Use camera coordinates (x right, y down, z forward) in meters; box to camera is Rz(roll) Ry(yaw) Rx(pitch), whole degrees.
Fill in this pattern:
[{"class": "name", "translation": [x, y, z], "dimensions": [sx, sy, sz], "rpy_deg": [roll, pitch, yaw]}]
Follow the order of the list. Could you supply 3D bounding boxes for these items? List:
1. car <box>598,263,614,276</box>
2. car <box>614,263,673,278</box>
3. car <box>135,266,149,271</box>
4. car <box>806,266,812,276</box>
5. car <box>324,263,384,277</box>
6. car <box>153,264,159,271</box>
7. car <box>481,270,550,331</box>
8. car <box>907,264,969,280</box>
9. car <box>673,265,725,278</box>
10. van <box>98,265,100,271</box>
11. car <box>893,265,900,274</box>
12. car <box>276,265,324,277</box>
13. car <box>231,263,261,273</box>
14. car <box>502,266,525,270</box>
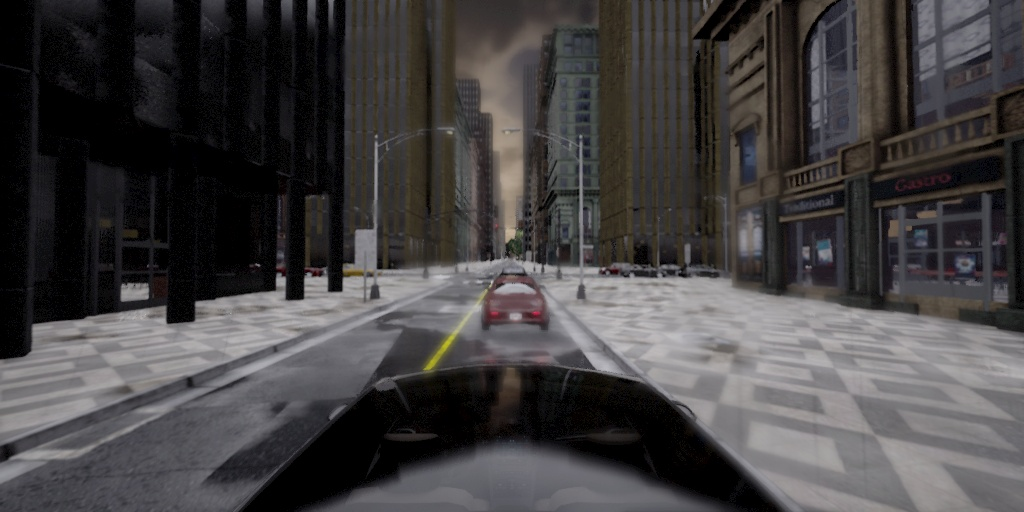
[{"class": "car", "translation": [12.319, 1.547, 42.392], "dimensions": [4.097, 1.591, 1.967], "rpy_deg": [0, 0, 0]}, {"class": "car", "translation": [12.320, 1.479, 33.868], "dimensions": [4.403, 1.370, 2.007], "rpy_deg": [0, 0, 0]}, {"class": "car", "translation": [-41.767, 1.561, 42.199], "dimensions": [4.207, 1.307, 1.802], "rpy_deg": [0, 0, 0]}, {"class": "car", "translation": [34.994, 1.794, 42.471], "dimensions": [4.207, 1.307, 1.802], "rpy_deg": [0, 0, 0]}, {"class": "car", "translation": [-14.600, 1.373, 33.773], "dimensions": [4.829, 1.417, 1.751], "rpy_deg": [0, 0, 0]}, {"class": "car", "translation": [-30.670, 1.381, 33.716], "dimensions": [4.313, 1.339, 1.948], "rpy_deg": [0, 0, 0]}, {"class": "car", "translation": [0.086, 1.332, 11.080], "dimensions": [1.812, 1.442, 4.674], "rpy_deg": [0, 0, 0]}, {"class": "car", "translation": [40.662, 1.509, 33.968], "dimensions": [4.097, 1.591, 1.967], "rpy_deg": [0, 0, 0]}, {"class": "car", "translation": [17.989, 1.515, 33.888], "dimensions": [4.313, 1.339, 1.948], "rpy_deg": [0, 0, 0]}, {"class": "van", "translation": [-41.270, 1.142, 33.677], "dimensions": [3.998, 1.789, 1.690], "rpy_deg": [0, 0, 0]}, {"class": "car", "translation": [46.330, 1.727, 42.511], "dimensions": [4.097, 1.591, 1.967], "rpy_deg": [0, 0, 0]}, {"class": "car", "translation": [-20.070, 1.380, 33.753], "dimensions": [4.507, 1.381, 1.888], "rpy_deg": [0, 0, 0]}, {"class": "car", "translation": [-30.969, 1.539, 42.238], "dimensions": [4.507, 1.381, 1.888], "rpy_deg": [0, 0, 0]}, {"class": "car", "translation": [0.094, 1.363, 21.880], "dimensions": [2.128, 1.511, 4.902], "rpy_deg": [0, 0, 0]}]
